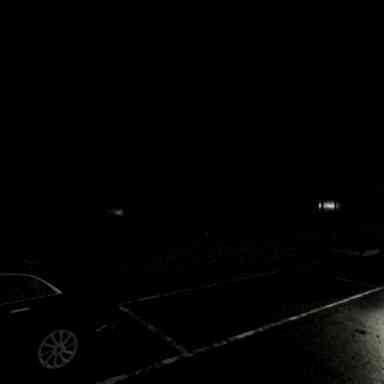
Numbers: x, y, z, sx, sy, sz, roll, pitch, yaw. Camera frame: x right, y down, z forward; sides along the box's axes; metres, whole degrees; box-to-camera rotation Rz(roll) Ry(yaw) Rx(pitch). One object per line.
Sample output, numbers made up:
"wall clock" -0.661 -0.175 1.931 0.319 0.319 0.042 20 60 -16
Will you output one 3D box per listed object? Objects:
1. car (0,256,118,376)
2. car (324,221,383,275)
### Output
"car" -3.108 1.551 3.976 4.403 1.369 2.008 0 0 -35
"car" 5.893 1.582 10.365 4.206 1.307 1.802 0 0 -35
